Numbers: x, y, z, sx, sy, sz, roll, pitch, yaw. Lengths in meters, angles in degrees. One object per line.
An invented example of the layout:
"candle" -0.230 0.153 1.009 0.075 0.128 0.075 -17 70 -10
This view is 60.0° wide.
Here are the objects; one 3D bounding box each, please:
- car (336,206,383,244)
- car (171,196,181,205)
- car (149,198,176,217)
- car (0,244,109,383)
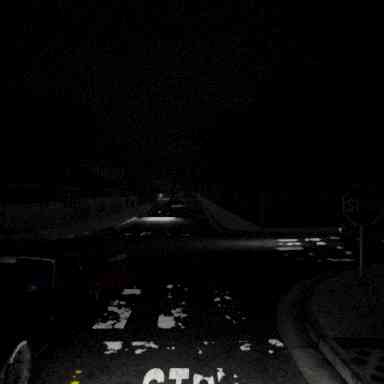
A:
"car" 8.696 1.261 14.026 4.902 1.511 2.128 -1 0 0
"car" -2.904 1.457 56.769 1.837 1.490 4.892 0 1 0
"car" -2.835 1.559 31.073 1.994 1.385 4.181 0 0 0
"car" -2.774 1.595 5.156 1.895 1.301 4.718 0 0 0
